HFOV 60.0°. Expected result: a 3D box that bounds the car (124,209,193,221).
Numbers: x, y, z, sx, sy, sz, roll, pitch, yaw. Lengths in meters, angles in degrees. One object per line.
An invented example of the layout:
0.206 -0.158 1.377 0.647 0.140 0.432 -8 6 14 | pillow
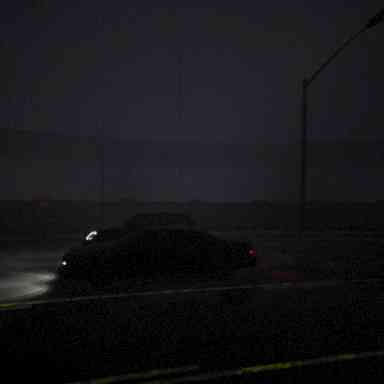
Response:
-1.833 1.532 12.668 4.553 1.767 2.097 1 -1 -14 | car

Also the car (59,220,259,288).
-0.847 1.684 9.451 5.357 1.411 2.033 1 -1 -15 | car
